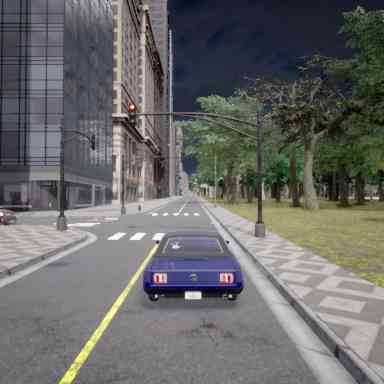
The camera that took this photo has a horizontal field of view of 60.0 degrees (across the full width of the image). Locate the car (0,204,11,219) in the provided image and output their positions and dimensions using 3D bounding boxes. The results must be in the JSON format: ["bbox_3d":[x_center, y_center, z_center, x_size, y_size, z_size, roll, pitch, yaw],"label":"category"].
[{"bbox_3d":[-18.967,1.725,29.837,4.313,1.339,1.947,0,-1,0],"label":"car"}]

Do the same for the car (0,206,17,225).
[{"bbox_3d":[-13.514,1.371,21.319,4.097,1.590,1.967,0,-2,-1],"label":"car"}]

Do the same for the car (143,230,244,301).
[{"bbox_3d":[0.014,1.607,8.311,1.895,1.301,4.718,0,0,0],"label":"car"}]
